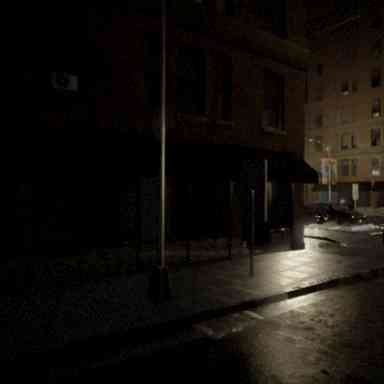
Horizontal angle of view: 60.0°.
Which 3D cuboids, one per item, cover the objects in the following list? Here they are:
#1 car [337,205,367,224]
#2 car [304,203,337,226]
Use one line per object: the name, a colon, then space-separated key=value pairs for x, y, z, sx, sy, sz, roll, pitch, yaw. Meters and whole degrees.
car: x=10.333 y=1.579 z=25.405 sx=2.033 sy=1.411 sz=5.357 roll=1 pitch=0 yaw=-32
car: x=7.422 y=1.495 z=23.850 sx=1.837 sy=1.490 sz=4.892 roll=1 pitch=1 yaw=-35
